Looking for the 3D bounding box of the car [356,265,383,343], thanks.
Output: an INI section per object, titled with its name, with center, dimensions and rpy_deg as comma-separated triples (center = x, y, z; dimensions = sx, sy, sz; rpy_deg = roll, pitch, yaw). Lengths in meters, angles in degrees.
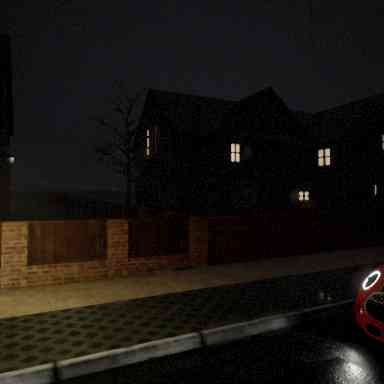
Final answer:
[car]
center = 4.771, 1.336, 5.204
dimensions = 4.553, 1.767, 2.097
rpy_deg = 0, 0, -26
